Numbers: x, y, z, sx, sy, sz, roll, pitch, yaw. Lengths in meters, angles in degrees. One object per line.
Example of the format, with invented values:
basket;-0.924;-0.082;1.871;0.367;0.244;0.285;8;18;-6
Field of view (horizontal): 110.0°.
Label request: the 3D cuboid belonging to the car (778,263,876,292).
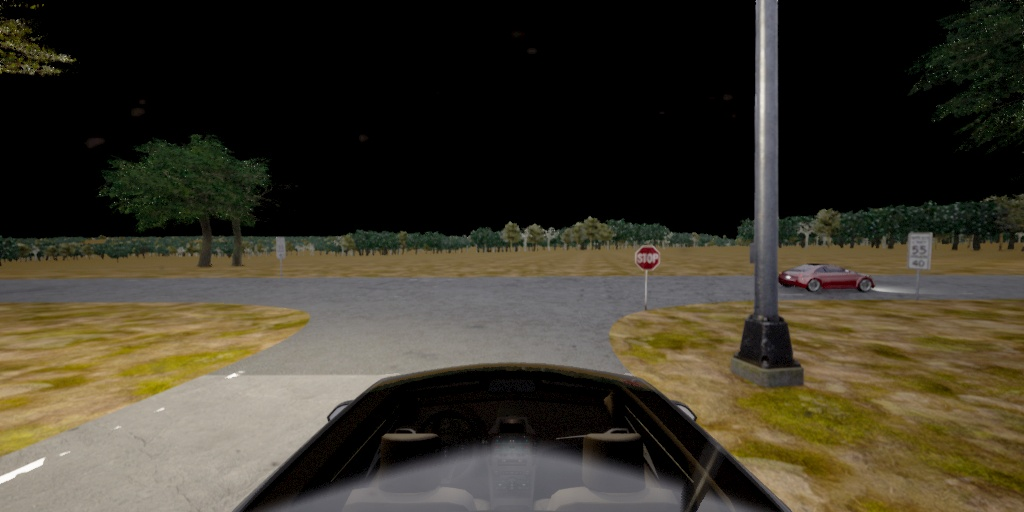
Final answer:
car;16.828;1.104;19.279;4.181;1.385;1.994;0;3;-1
